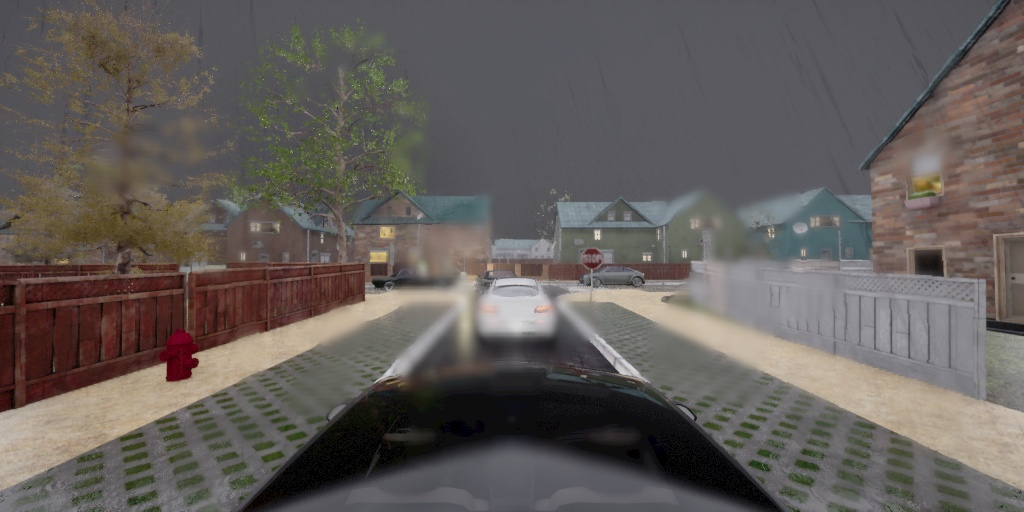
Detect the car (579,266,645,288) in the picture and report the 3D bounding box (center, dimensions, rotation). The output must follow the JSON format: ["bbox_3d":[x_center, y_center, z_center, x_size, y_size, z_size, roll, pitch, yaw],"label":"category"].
[{"bbox_3d":[6.547,1.344,23.677,4.181,1.385,1.994,0,-1,1],"label":"car"}]

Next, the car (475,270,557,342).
[{"bbox_3d":[0.106,1.279,9.685,1.812,1.442,4.674,0,0,0],"label":"car"}]

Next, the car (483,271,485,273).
[{"bbox_3d":[-0.750,1.366,18.504,1.895,1.301,4.718,0,-1,-12],"label":"car"}]

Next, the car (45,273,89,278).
[{"bbox_3d":[-25.600,1.632,21.169,4.718,1.301,1.895,-1,-1,1],"label":"car"}]

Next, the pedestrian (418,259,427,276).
[{"bbox_3d":[-6.691,1.118,26.777,0.375,1.860,0.375,0,-1,1],"label":"pedestrian"}]

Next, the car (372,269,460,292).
[{"bbox_3d":[-5.475,1.416,20.891,4.718,1.301,1.895,-1,-1,1],"label":"car"}]
